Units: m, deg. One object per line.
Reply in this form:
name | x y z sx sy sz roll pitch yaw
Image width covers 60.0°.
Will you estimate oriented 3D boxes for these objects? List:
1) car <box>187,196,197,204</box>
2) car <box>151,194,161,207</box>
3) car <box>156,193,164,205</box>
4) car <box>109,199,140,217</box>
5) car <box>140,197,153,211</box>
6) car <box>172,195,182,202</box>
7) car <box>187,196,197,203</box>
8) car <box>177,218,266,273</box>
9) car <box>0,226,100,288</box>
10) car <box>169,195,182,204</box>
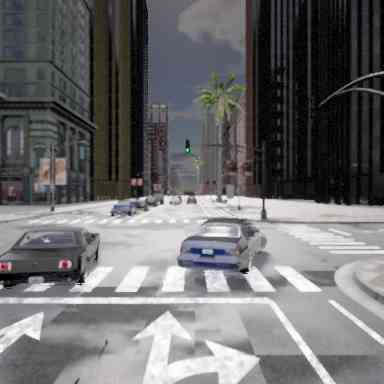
car | -0.008 1.607 64.782 1.812 1.442 4.674 0 0 0
car | -6.507 1.543 52.681 1.882 1.535 5.008 0 0 0
car | -6.508 1.300 63.295 2.150 2.045 5.566 0 0 0
car | -6.589 1.566 32.453 1.812 1.442 4.674 0 0 -1
car | -6.591 1.617 42.459 1.994 1.385 4.181 0 0 0
car | -3.259 1.403 73.933 1.882 1.535 5.008 0 0 0
car | -0.009 1.634 75.003 2.033 1.411 5.357 0 0 0
car | 1.200 1.561 10.822 2.033 1.411 5.357 0 0 19
car | -3.722 1.612 9.348 1.895 1.301 4.718 0 0 -10
car | -3.258 1.606 63.929 1.812 1.442 4.674 0 0 0
